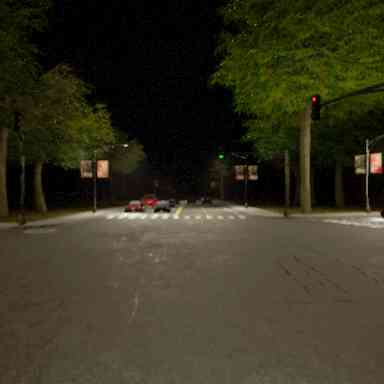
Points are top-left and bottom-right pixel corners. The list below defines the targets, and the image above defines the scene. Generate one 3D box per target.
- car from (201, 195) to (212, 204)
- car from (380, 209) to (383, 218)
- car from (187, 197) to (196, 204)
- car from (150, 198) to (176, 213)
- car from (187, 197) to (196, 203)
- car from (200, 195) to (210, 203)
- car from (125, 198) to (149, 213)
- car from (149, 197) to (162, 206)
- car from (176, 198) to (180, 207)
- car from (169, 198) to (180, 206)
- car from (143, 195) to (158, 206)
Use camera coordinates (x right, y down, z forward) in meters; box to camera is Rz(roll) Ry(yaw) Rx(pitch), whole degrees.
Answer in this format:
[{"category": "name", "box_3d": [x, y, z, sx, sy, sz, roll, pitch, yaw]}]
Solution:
[{"category": "car", "box_3d": [3.147, 1.842, 69.100, 2.033, 1.411, 5.357, 0, 0, 0]}, {"category": "car", "box_3d": [18.494, 1.601, 28.939, 4.181, 1.385, 1.994, 0, 0, -23]}, {"category": "car", "box_3d": [-0.103, 1.842, 69.095, 2.033, 1.411, 5.357, 0, 0, 0]}, {"category": "car", "box_3d": [-3.371, 1.710, 39.232, 2.033, 1.411, 5.357, 0, 0, 0]}, {"category": "car", "box_3d": [-0.118, 1.817, 79.551, 1.895, 1.301, 4.718, 0, 0, 0]}, {"category": "car", "box_3d": [3.132, 1.576, 79.497, 2.097, 1.767, 4.553, 0, 0, 0]}, {"category": "car", "box_3d": [-6.619, 1.727, 39.281, 1.994, 1.385, 4.181, 0, 0, 0]}, {"category": "car", "box_3d": [-6.623, 1.743, 61.218, 1.882, 1.535, 5.008, 0, 1, 0]}, {"category": "car", "box_3d": [-3.350, 1.768, 52.184, 2.033, 1.411, 5.357, 0, 0, 0]}, {"category": "car", "box_3d": [-3.347, 1.832, 64.772, 2.033, 1.411, 5.357, 0, 0, 0]}, {"category": "car", "box_3d": [-6.612, 1.437, 51.278, 2.150, 2.045, 5.566, 0, 0, 0]}]
